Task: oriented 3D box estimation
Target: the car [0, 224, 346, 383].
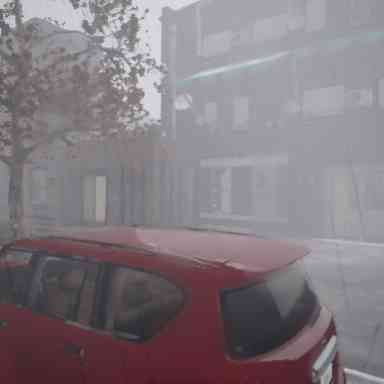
[{"bbox_3d":[-1.046,1.302,3.617,5.009,1.841,2.192,0,1,36],"label":"car"}]
